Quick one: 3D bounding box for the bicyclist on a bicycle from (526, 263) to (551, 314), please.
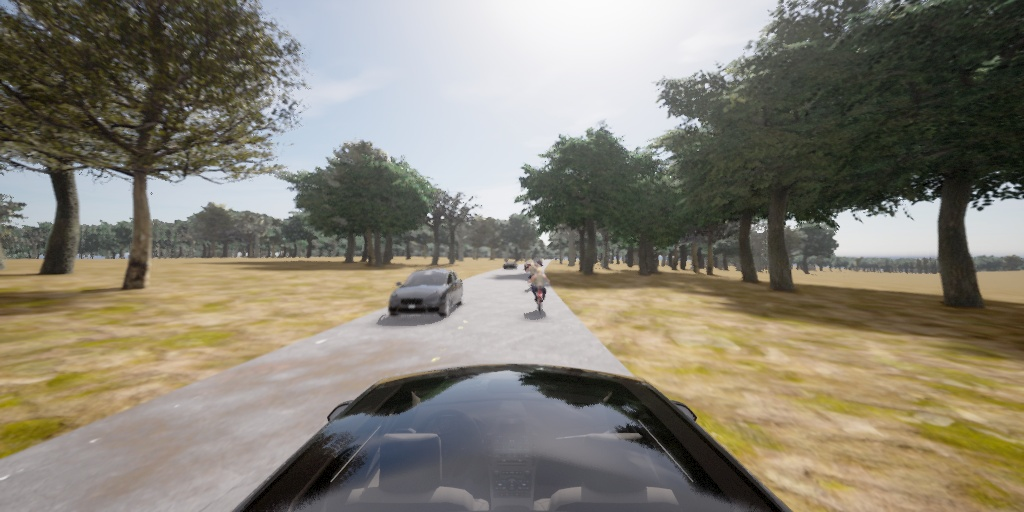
[{"bbox_3d":[0.979,1.181,12.786,0.866,1.612,1.509,0,0,1],"label":"bicyclist on a bicycle"}]

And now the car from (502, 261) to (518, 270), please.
[{"bbox_3d":[-0.262,1.393,53.636,1.895,1.301,4.718,0,0,6],"label":"car"}]

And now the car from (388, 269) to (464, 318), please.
[{"bbox_3d":[-2.921,1.245,13.080,1.837,1.490,4.892,0,0,2],"label":"car"}]

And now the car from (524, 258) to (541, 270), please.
[{"bbox_3d":[2.919,1.396,53.583,1.895,1.301,4.718,0,0,6],"label":"car"}]
